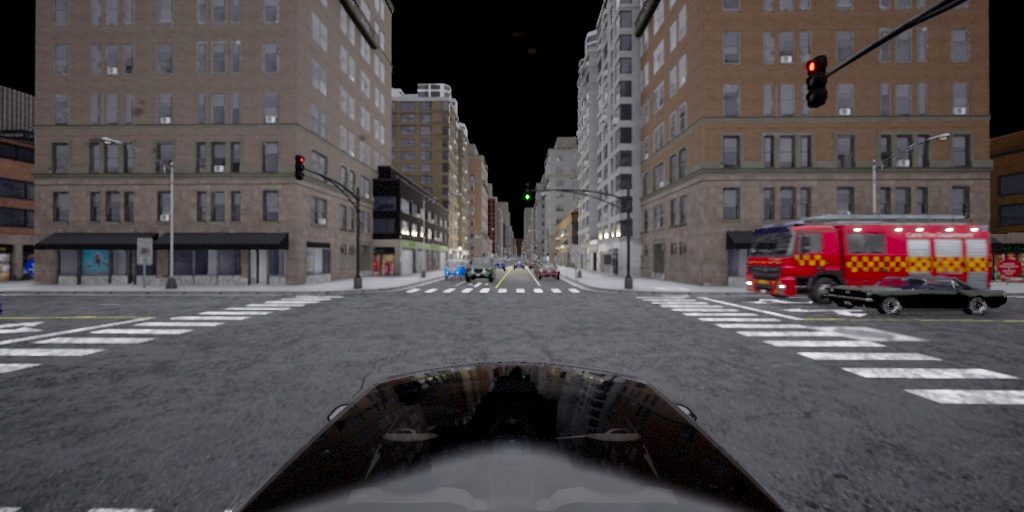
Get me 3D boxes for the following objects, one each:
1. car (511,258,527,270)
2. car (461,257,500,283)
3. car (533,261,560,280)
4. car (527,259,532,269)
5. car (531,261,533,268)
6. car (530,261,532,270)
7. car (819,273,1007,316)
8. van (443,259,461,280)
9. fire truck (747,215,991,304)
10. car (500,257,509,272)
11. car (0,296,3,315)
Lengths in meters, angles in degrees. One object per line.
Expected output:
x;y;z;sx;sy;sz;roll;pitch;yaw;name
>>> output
1.184;1.552;60.068;1.812;1.442;4.674;0;0;1;car
-2.521;1.100;30.133;2.150;2.045;5.566;0;0;1;car
3.300;1.331;33.254;1.967;1.591;4.097;0;0;1;car
3.869;1.594;60.873;1.948;1.339;4.313;0;0;1;car
3.414;1.485;38.777;1.948;1.339;4.313;0;0;1;car
3.528;1.528;44.301;1.802;1.307;4.207;0;0;1;car
14.484;1.401;13.091;4.718;1.301;1.895;0;0;1;car
-5.224;1.239;33.424;1.690;1.789;3.998;0;0;1;van
15.658;0.156;16.238;8.468;3.827;2.891;0;0;1;fire truck
-2.009;1.216;52.895;2.150;2.045;5.566;0;-1;2;car
-17.702;1.257;10.125;5.008;1.535;1.882;0;0;1;car
